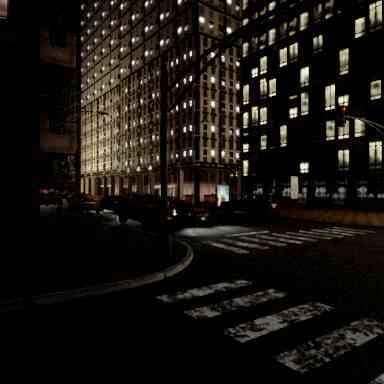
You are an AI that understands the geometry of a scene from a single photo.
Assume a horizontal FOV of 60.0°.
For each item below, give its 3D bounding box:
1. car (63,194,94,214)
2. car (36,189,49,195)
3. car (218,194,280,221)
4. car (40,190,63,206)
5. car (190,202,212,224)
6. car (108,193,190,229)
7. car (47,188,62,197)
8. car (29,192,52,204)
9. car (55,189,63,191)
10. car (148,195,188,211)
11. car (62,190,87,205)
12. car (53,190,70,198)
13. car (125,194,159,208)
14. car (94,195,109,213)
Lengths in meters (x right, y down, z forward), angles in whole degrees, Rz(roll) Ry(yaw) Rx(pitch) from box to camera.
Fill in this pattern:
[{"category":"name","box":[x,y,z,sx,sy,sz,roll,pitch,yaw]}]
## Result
[{"category":"car","box":[-9.193,1.067,28.234,1.802,1.307,4.206,2,0,-36]},{"category":"car","box":[-35.173,-0.011,78.027,1.887,1.381,4.507,1,0,-36]},{"category":"car","box":[4.087,1.027,24.266,2.192,1.841,5.009,1,0,-36]},{"category":"car","box":[-15.733,0.827,37.192,2.008,1.369,4.403,2,0,-36]},{"category":"car","box":[-0.721,1.220,21.001,1.812,1.442,4.674,0,1,-36]},{"category":"car","box":[-2.644,1.008,19.275,2.192,1.841,5.009,2,0,-36]},{"category":"car","box":[-28.628,0.099,69.066,1.967,1.590,4.097,1,0,-36]},{"category":"car","box":[-19.004,0.752,41.670,1.802,1.307,4.206,2,0,-36]},{"category":"car","box":[-19.239,0.518,51.789,2.128,1.511,4.902,0,1,-36]},{"category":"car","box":[-2.462,1.070,33.227,1.947,1.339,4.313,1,0,-36]},{"category":"car","box":[-12.404,0.813,37.018,2.128,1.511,4.902,0,1,-36]},{"category":"car","box":[-25.360,0.309,64.587,1.887,1.381,4.507,1,0,-36]},{"category":"car","box":[-5.733,0.966,37.707,1.947,1.339,4.313,1,0,-36]},{"category":"car","box":[-6.506,0.988,28.924,1.882,1.535,5.008,0,1,-36]}]
